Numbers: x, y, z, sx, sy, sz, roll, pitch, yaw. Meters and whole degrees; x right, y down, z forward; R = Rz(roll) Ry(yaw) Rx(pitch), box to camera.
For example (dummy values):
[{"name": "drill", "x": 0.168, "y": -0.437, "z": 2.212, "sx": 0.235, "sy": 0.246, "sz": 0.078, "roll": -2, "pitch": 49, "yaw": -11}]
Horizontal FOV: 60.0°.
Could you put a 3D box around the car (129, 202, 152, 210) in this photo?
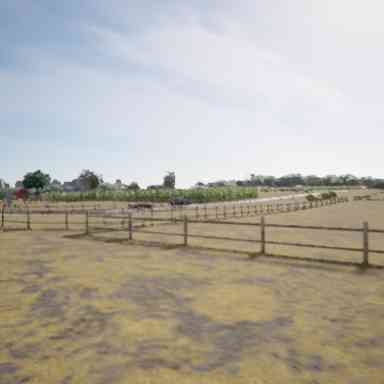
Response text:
[{"name": "car", "x": -9.620, "y": 2.566, "z": 63.054, "sx": 1.882, "sy": 1.535, "sz": 5.008, "roll": -2, "pitch": -1, "yaw": 36}]

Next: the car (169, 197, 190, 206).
[{"name": "car", "x": -2.671, "y": 2.066, "z": 72.742, "sx": 2.150, "sy": 2.045, "sz": 5.566, "roll": -2, "pitch": -1, "yaw": 36}]
